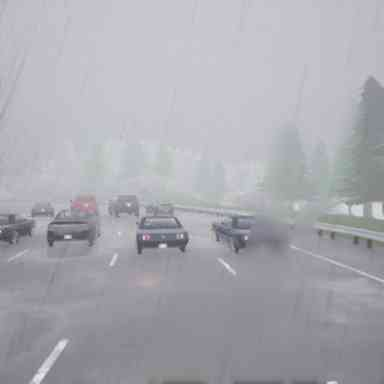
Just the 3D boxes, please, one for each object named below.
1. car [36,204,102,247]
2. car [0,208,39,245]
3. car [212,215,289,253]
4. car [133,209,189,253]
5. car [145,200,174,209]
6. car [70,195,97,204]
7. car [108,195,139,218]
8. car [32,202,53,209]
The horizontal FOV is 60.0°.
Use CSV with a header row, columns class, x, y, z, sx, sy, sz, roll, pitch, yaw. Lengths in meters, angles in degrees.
class,x,y,z,sx,sy,sz,roll,pitch,yaw
car,-5.272,1.529,15.264,2.128,1.511,4.902,0,0,-11
car,-8.825,1.654,15.554,1.895,1.301,4.718,0,0,-12
car,2.157,1.606,13.770,1.895,1.301,4.718,0,0,-9
car,-1.414,1.621,13.963,1.895,1.301,4.718,0,0,-10
car,-3.261,1.539,32.659,2.128,1.511,4.902,0,0,-22
car,-10.283,1.297,31.561,2.150,2.045,5.566,0,0,-23
car,-6.548,1.282,31.660,2.150,2.045,5.566,0,0,-22
car,-14.624,1.659,32.579,1.994,1.385,4.181,0,0,-25
